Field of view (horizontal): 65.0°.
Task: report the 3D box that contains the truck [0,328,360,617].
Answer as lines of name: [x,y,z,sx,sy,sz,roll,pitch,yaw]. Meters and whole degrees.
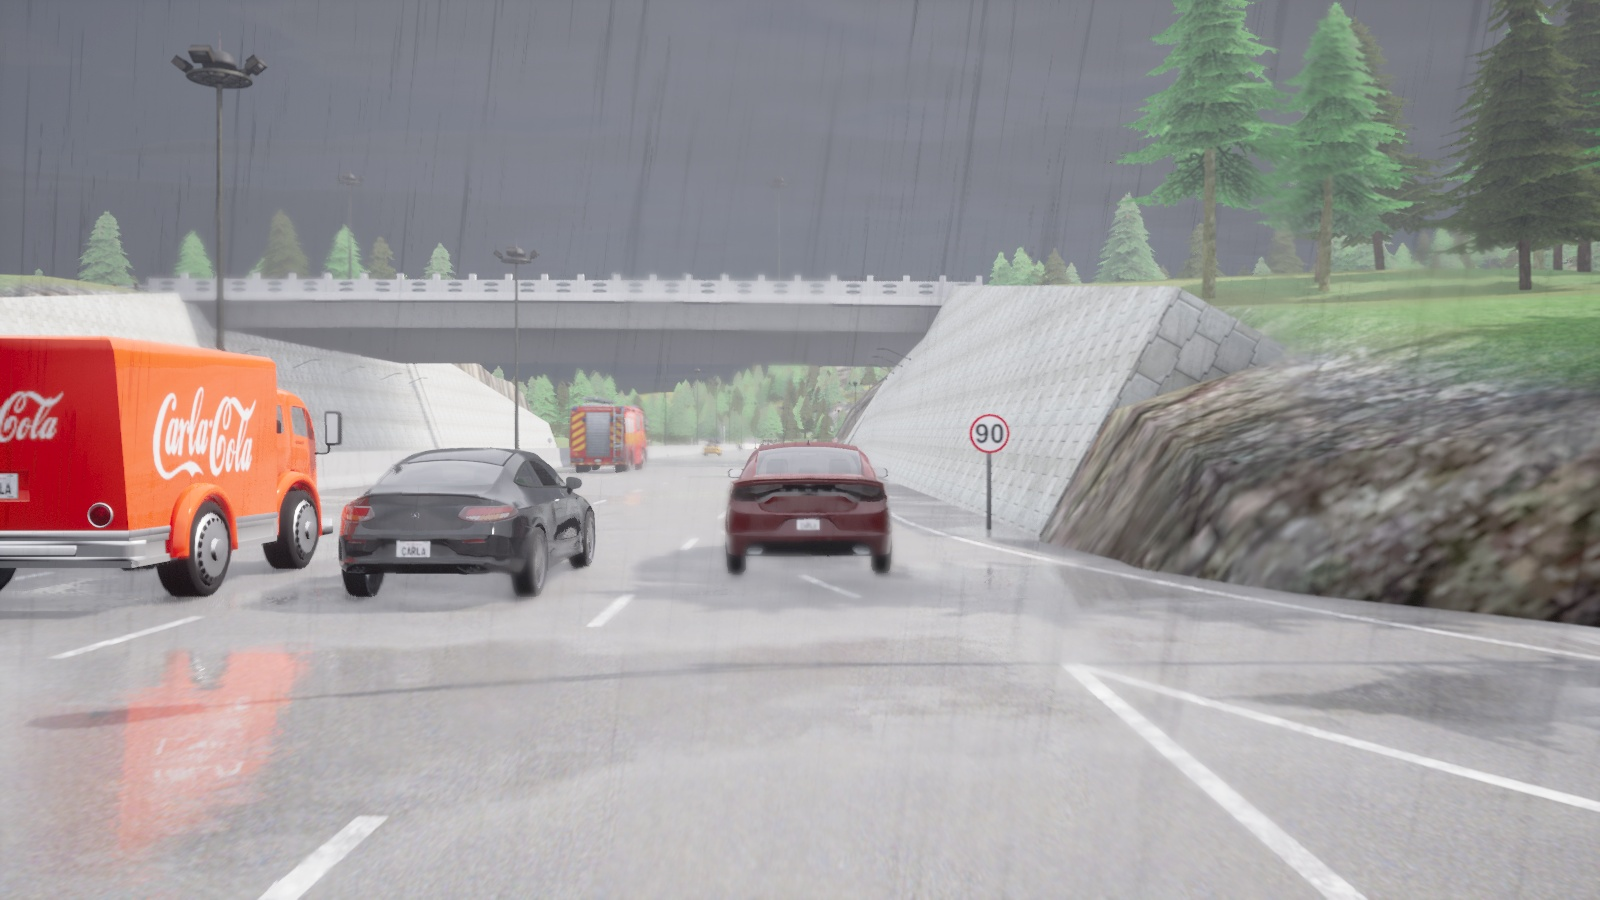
truck: [-6.908,0.179,13.344,2.627,2.467,5.204,0,0,0]

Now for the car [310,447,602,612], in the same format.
car: [-3.408,0.694,13.418,1.812,1.442,4.674,0,0,0]

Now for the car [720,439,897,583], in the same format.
car: [0.106,0.635,15.892,1.882,1.535,5.008,0,0,0]

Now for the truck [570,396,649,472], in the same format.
truck: [-10.100,-0.806,67.431,2.891,3.827,8.468,0,0,0]
